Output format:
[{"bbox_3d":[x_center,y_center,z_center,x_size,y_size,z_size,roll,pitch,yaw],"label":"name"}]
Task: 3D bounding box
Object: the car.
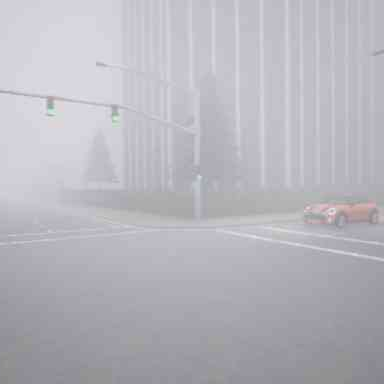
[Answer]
[{"bbox_3d":[8.195,0.922,18.359,4.553,1.767,2.097,-1,1,-32],"label":"car"}]
